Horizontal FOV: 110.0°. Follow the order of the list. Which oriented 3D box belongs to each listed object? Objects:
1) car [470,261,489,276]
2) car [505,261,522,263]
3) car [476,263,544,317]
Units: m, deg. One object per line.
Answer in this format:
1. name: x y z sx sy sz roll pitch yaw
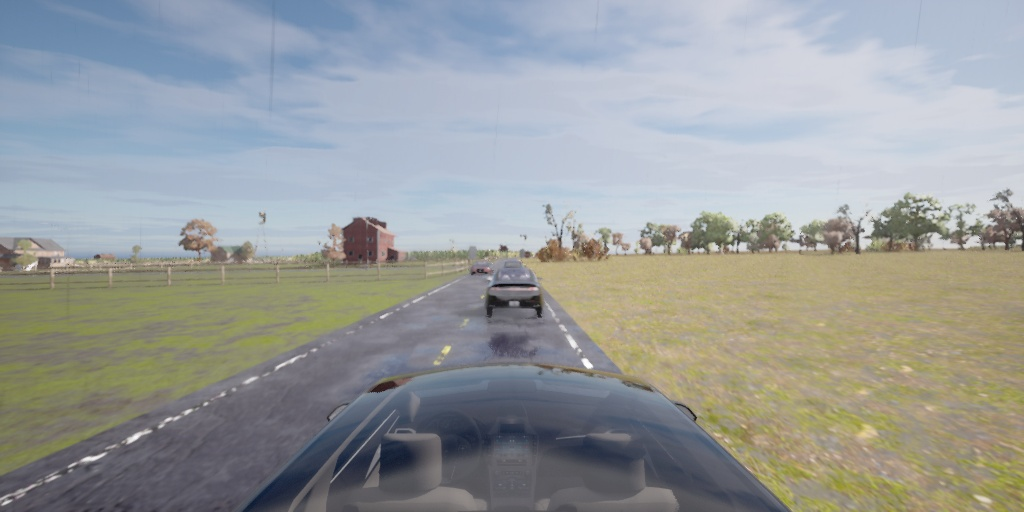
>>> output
1. car: -2.833 1.140 34.069 1.994 1.385 4.181 0 0 0
2. car: 0.083 1.112 28.043 1.837 1.490 4.892 0 0 0
3. car: 0.081 1.180 12.953 2.128 1.511 4.902 0 0 0
